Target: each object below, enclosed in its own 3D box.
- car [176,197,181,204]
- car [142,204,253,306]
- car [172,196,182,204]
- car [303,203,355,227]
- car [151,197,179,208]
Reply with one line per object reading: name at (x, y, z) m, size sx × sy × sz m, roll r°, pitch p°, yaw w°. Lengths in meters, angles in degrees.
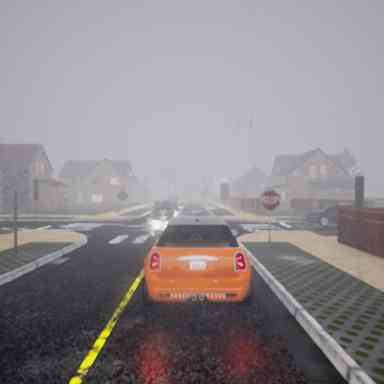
car at (-2.820, 1.668, 43.364) m, size 1.895 × 1.301 × 4.718 m, roll 0°, pitch 0°, yaw 0°
car at (0.105, 1.349, 8.161) m, size 2.097 × 1.767 × 4.553 m, roll 0°, pitch 0°, yaw 0°
car at (-2.778, 1.474, 55.377) m, size 2.097 × 1.767 × 4.553 m, roll 0°, pitch 0°, yaw 0°
car at (10.265, 1.570, 23.101) m, size 4.892 × 1.490 × 1.837 m, roll 0°, pitch 0°, yaw -2°
car at (-2.555, 1.509, 29.446) m, size 2.128 × 1.511 × 4.902 m, roll 0°, pitch 0°, yaw -5°
